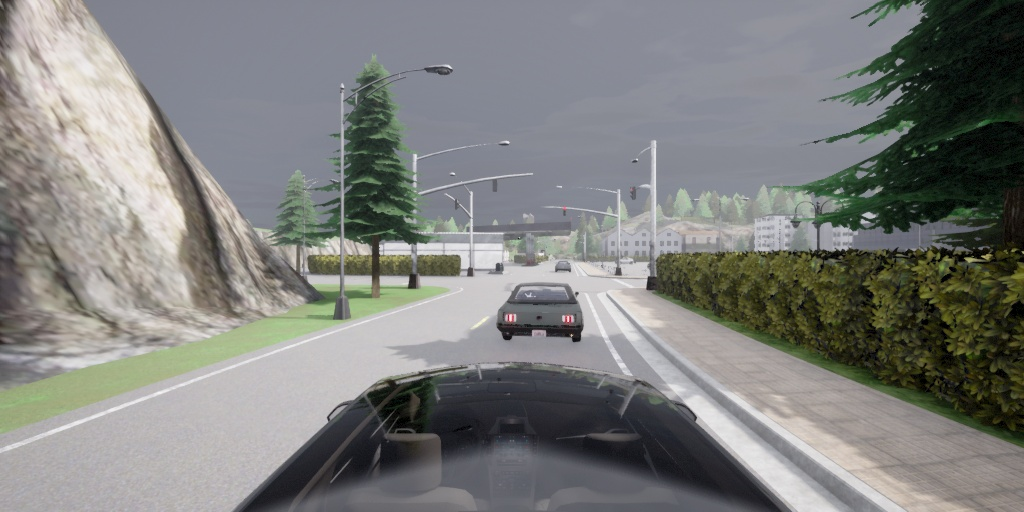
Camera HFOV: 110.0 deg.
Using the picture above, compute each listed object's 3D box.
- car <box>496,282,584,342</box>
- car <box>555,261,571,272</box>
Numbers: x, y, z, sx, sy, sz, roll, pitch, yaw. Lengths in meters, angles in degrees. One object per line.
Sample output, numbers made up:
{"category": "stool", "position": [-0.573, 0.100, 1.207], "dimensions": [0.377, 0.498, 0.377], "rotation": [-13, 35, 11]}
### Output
{"category": "car", "position": [0.882, 1.351, 9.781], "dimensions": [1.895, 1.301, 4.718], "rotation": [0, 0, 8]}
{"category": "car", "position": [6.478, 1.314, 45.350], "dimensions": [1.994, 1.385, 4.181], "rotation": [0, 0, 9]}
